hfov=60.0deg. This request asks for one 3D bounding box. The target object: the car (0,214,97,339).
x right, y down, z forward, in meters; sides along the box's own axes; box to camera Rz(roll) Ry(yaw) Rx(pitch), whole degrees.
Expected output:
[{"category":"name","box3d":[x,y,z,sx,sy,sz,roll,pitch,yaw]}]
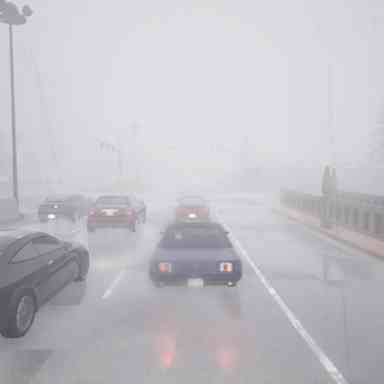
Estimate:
[{"category":"car","box3d":[-3.428,1.436,6.287,1.812,1.442,4.674,0,2,0]}]

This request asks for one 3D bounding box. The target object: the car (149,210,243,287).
[{"category":"car","box3d":[0.064,1.429,8.812,1.895,1.301,4.718,0,2,0]}]

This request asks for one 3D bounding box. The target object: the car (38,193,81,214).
[{"category":"car","box3d":[-6.991,0.809,18.923,1.837,1.490,4.892,0,4,0]}]

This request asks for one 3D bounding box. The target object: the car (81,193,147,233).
[{"category":"car","box3d":[-3.476,0.809,16.125,2.097,1.767,4.553,0,3,0]}]

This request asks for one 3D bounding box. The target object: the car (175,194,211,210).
[{"category":"car","box3d":[0.070,0.852,18.564,1.812,1.442,4.674,0,3,1]}]
